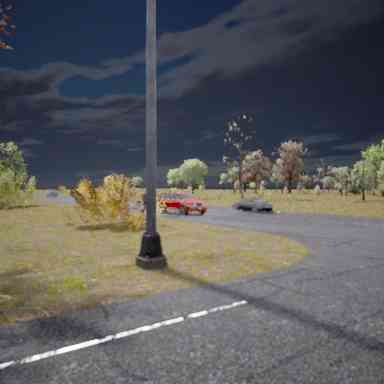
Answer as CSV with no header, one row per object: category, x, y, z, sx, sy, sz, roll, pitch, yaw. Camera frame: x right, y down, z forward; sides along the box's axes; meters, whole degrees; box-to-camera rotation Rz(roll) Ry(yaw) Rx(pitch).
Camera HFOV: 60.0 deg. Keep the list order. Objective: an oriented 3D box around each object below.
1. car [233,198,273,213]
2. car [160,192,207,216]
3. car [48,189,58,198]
car,5.955,1.287,32.952,1.994,1.385,4.181,-1,1,-35
car,-0.905,0.997,30.532,2.150,2.045,5.566,-1,1,-35
car,-32.862,0.298,78.316,2.150,2.045,5.566,-1,1,-28
